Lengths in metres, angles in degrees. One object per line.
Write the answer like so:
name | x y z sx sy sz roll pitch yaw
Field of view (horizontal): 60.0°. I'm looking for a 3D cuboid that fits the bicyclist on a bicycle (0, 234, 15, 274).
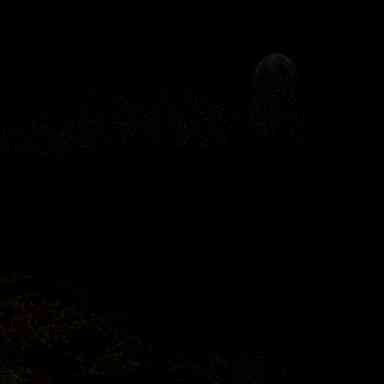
bicyclist on a bicycle | -5.832 1.585 9.401 1.656 1.620 0.582 4 -3 -45
